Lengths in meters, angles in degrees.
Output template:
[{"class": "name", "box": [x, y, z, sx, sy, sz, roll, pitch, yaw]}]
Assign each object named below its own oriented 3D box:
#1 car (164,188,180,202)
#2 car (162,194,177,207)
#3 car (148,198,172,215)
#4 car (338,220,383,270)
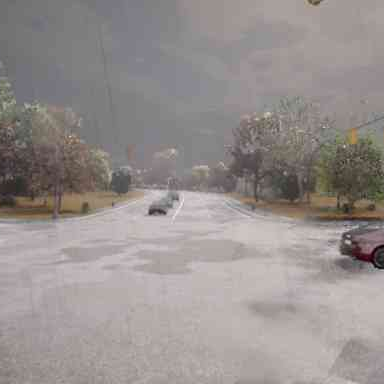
[{"class": "car", "box": [-3.494, 0.690, 61.627, 2.150, 2.045, 5.566, 0, 2, 0]}, {"class": "car", "box": [-3.574, 1.496, 46.298, 1.837, 1.490, 4.892, 0, 2, 0]}, {"class": "car", "box": [-3.589, 1.685, 36.127, 2.033, 1.411, 5.357, 0, 0, 0]}, {"class": "car", "box": [6.895, 1.553, 10.425, 4.181, 1.385, 1.994, 0, 0, 1]}]
